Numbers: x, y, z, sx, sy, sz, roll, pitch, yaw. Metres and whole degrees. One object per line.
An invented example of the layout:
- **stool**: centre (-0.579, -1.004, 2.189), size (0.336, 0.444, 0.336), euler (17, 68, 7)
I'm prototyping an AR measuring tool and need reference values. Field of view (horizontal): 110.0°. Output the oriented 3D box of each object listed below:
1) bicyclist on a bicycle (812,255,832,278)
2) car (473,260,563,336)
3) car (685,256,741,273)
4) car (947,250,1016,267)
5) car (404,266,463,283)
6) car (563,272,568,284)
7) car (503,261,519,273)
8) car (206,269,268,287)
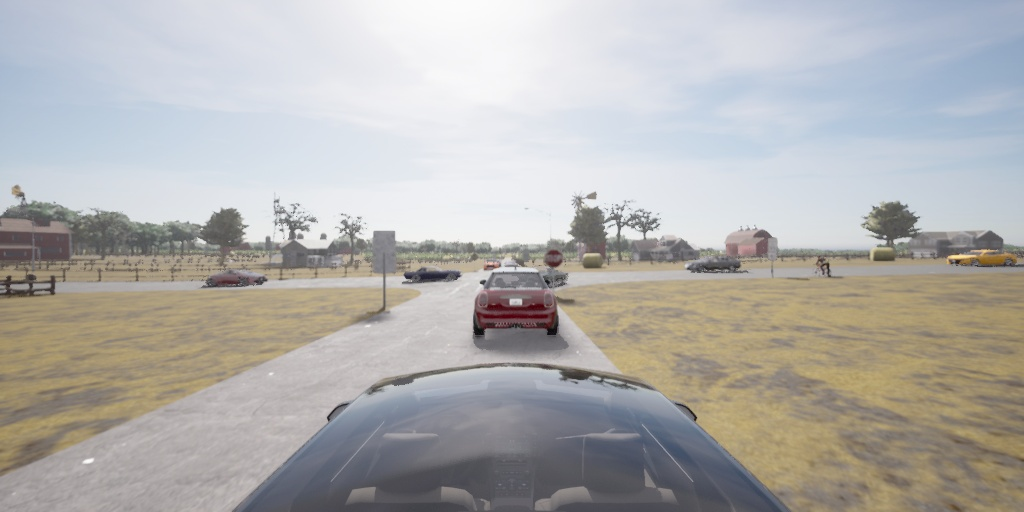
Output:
- **bicyclist on a bicycle**: centre (22.833, 0.784, 26.435), size (0.582, 1.620, 1.656), euler (-1, 0, 0)
- **car**: centre (0.092, 1.113, 10.631), size (2.097, 1.767, 4.553), euler (0, 0, 0)
- **car**: centre (19.009, 0.786, 34.019), size (4.902, 1.511, 2.128), euler (-1, 1, 0)
- **car**: centre (44.458, 0.192, 34.039), size (5.008, 1.535, 1.882), euler (-1, 1, 0)
- **car**: centre (-6.537, 1.506, 30.287), size (4.718, 1.301, 1.895), euler (-2, 0, 0)
- **car**: centre (2.323, 1.374, 24.875), size (1.895, 1.301, 4.718), euler (0, 0, 27)
- **car**: centre (-0.152, 1.379, 46.981), size (2.033, 1.411, 5.357), euler (0, 0, -1)
- **car**: centre (-23.145, 1.826, 30.238), size (4.181, 1.385, 1.994), euler (-1, 1, 0)
